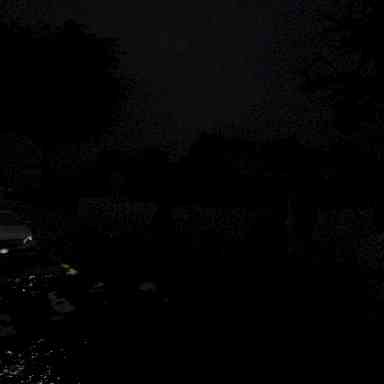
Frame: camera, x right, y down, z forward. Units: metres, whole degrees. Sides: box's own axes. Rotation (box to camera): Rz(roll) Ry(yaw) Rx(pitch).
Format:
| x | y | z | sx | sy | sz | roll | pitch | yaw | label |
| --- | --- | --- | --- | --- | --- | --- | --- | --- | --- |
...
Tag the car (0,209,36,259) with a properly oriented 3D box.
| x | y | z | sx | sy | sz | roll | pitch | yaw | label |
| --- | --- | --- | --- | --- | --- | --- | --- | --- | --- |
| -6.544 | 1.316 | 11.067 | 1.812 | 1.442 | 4.674 | 1 | 0 | -36 | car |
